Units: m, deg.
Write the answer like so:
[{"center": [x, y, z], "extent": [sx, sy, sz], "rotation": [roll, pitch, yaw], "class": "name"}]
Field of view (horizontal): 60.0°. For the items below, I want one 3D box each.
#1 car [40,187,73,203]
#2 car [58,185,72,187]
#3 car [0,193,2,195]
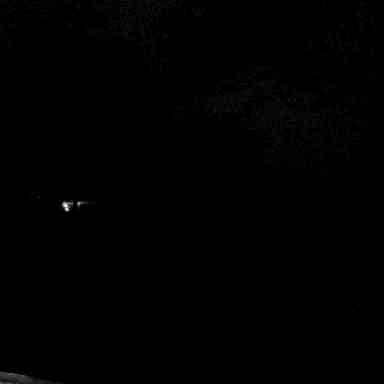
[{"center": [-16.207, 0.501, 40.941], "extent": [5.357, 1.411, 2.033], "rotation": [3, 4, 42], "class": "car"}, {"center": [-18.843, -0.045, 46.880], "extent": [5.566, 2.045, 2.150], "rotation": [1, 2, 25], "class": "car"}, {"center": [-31.918, -0.032, 51.725], "extent": [5.008, 1.535, 1.882], "rotation": [1, 2, 21], "class": "car"}]
